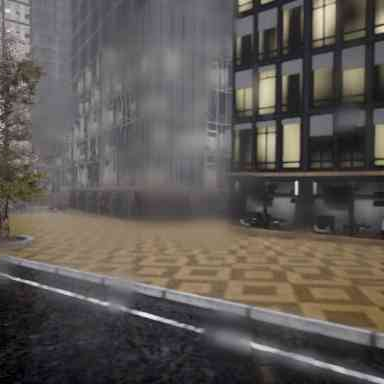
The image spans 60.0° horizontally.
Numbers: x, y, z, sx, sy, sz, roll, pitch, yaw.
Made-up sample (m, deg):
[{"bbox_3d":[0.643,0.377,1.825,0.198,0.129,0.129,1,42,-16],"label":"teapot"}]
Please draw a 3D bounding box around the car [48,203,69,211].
[{"bbox_3d":[-22.056,2.466,56.648,4.507,1.381,1.887,0,1,-34],"label":"car"}]

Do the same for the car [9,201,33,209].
[{"bbox_3d":[-31.184,2.317,59.950,4.403,1.369,2.008,0,1,-34],"label":"car"}]
